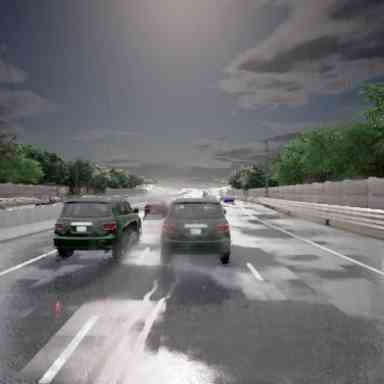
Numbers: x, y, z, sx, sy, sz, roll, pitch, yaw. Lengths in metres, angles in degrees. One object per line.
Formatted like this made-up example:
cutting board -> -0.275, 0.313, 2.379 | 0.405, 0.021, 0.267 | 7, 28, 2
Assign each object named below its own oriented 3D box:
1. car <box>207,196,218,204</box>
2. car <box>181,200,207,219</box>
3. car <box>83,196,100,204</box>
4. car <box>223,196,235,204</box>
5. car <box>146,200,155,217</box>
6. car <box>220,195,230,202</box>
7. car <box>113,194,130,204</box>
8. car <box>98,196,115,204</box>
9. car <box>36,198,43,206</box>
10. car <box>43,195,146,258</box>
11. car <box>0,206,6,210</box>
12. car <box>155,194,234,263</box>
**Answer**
car -> 3.949, 1.549, 64.743 | 2.033, 1.411, 5.357 | 0, 0, 1
car -> 0.207, 1.493, 29.679 | 2.128, 1.511, 4.902 | 0, 0, 0
car -> -20.497, 1.507, 68.020 | 1.882, 1.535, 5.008 | 0, 0, 1
car -> 7.398, 1.515, 66.843 | 1.882, 1.535, 5.008 | 0, 0, 2
car -> -3.282, 1.478, 31.221 | 1.882, 1.535, 5.008 | 0, 0, 0
car -> 7.651, 1.461, 77.529 | 2.033, 1.411, 5.357 | 0, 0, 1
car -> -13.570, 1.377, 64.120 | 2.097, 1.767, 4.553 | 0, 0, 1
car -> -17.022, 1.560, 66.305 | 2.033, 1.411, 5.357 | 0, 0, 1
car -> -23.551, 1.572, 53.851 | 1.994, 1.385, 4.181 | 0, 0, -2
car -> -3.375, 1.221, 12.880 | 2.150, 2.045, 5.566 | 0, 0, 0
car -> -14.036, 1.503, 21.764 | 1.837, 1.490, 4.892 | 0, 0, 0
car -> 0.124, 1.221, 12.153 | 2.150, 2.045, 5.566 | 0, 0, 0
